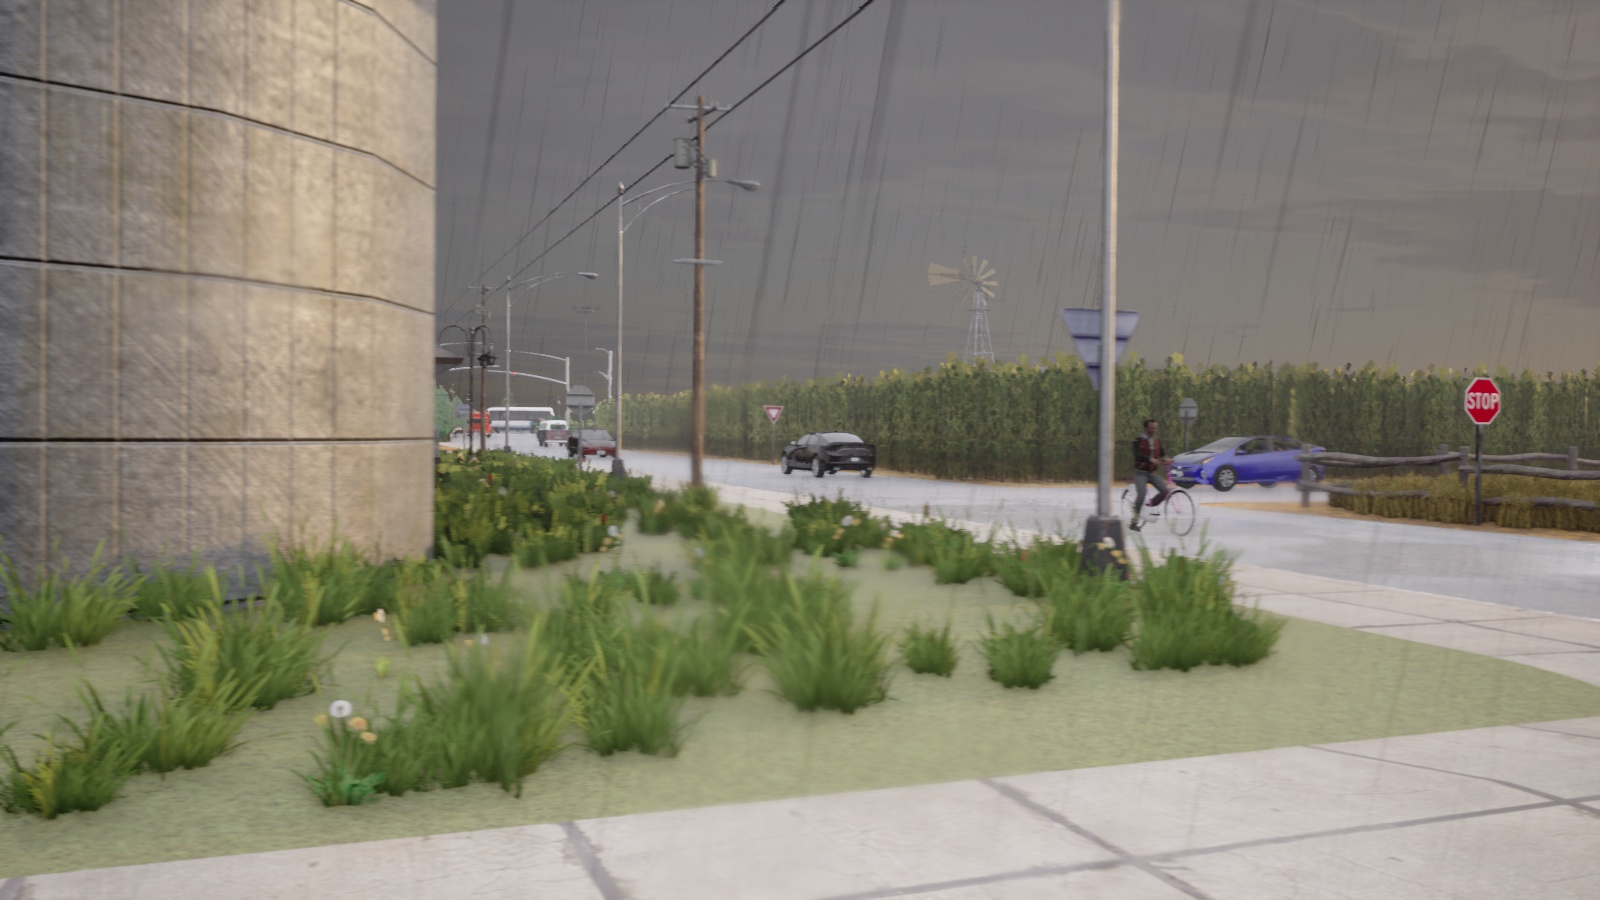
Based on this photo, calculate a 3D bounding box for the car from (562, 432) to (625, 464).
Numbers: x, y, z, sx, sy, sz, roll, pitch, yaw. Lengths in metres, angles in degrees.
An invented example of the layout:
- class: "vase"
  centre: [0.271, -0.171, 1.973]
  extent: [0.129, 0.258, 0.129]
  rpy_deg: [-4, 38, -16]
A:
- class: "car"
  centre: [-10.243, -0.109, 62.024]
  extent: [2.163, 1.488, 4.792]
  rpy_deg: [-1, 1, -20]

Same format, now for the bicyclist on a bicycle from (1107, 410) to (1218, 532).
- class: "bicyclist on a bicycle"
  centre: [5.509, 0.296, 19.197]
  extent: [0.659, 1.776, 1.843]
  rpy_deg: [-1, 1, -20]

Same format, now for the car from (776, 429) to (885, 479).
- class: "car"
  centre: [0.929, 0.084, 41.786]
  extent: [1.882, 1.535, 5.008]
  rpy_deg: [-1, 1, -20]

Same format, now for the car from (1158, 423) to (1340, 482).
- class: "car"
  centre: [12.441, 0.042, 34.857]
  extent: [4.514, 1.525, 2.007]
  rpy_deg: [-1, 1, -20]

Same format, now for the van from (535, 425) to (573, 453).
- class: "van"
  centre: [-18.653, -0.826, 95.020]
  extent: [2.069, 2.038, 4.480]
  rpy_deg: [-1, 1, -20]
